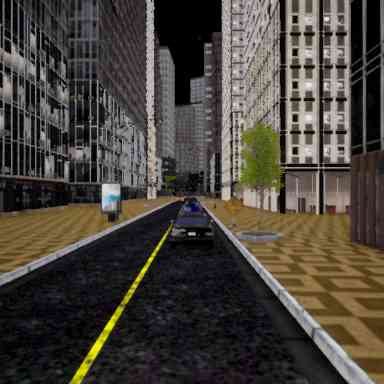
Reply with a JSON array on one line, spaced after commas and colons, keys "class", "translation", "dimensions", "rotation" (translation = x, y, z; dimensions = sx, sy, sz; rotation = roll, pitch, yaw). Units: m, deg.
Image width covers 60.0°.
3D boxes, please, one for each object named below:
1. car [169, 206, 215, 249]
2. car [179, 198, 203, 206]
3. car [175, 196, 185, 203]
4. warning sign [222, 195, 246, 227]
[{"class": "car", "translation": [0.000, 1.578, 14.651], "dimensions": [2.033, 1.411, 5.357], "rotation": [0, 0, 0]}, {"class": "car", "translation": [0.000, 1.578, 29.651], "dimensions": [1.812, 1.442, 4.674], "rotation": [0, 0, 0]}, {"class": "car", "translation": [-2.750, 1.611, 76.729], "dimensions": [1.882, 1.535, 5.008], "rotation": [0, 0, 0]}, {"class": "warning sign", "translation": [2.518, 1.139, 20.040], "dimensions": [1.300, 1.860, 1.060], "rotation": [0, 0, 0]}]
